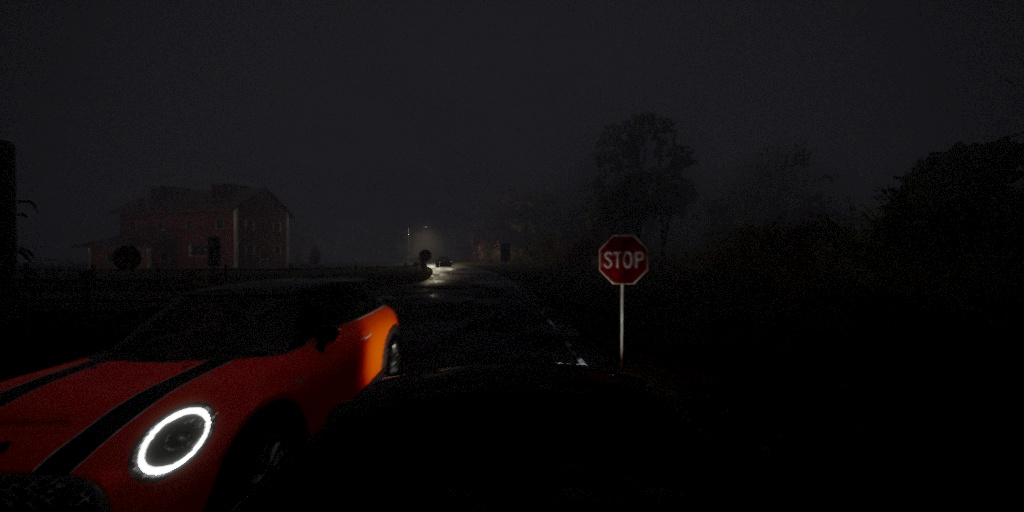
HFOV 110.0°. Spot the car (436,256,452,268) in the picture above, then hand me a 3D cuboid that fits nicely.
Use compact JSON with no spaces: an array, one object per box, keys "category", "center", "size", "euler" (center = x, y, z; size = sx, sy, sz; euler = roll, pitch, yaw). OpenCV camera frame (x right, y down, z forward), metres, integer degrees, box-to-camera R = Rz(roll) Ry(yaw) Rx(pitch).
[{"category":"car","center":[-9.886,0.836,52.016],"size":[2.097,1.767,4.553],"euler":[0,0,-16]}]

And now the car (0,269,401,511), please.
[{"category":"car","center":[-2.838,1.091,4.006],"size":[2.097,1.767,4.553],"euler":[0,0,-1]}]
